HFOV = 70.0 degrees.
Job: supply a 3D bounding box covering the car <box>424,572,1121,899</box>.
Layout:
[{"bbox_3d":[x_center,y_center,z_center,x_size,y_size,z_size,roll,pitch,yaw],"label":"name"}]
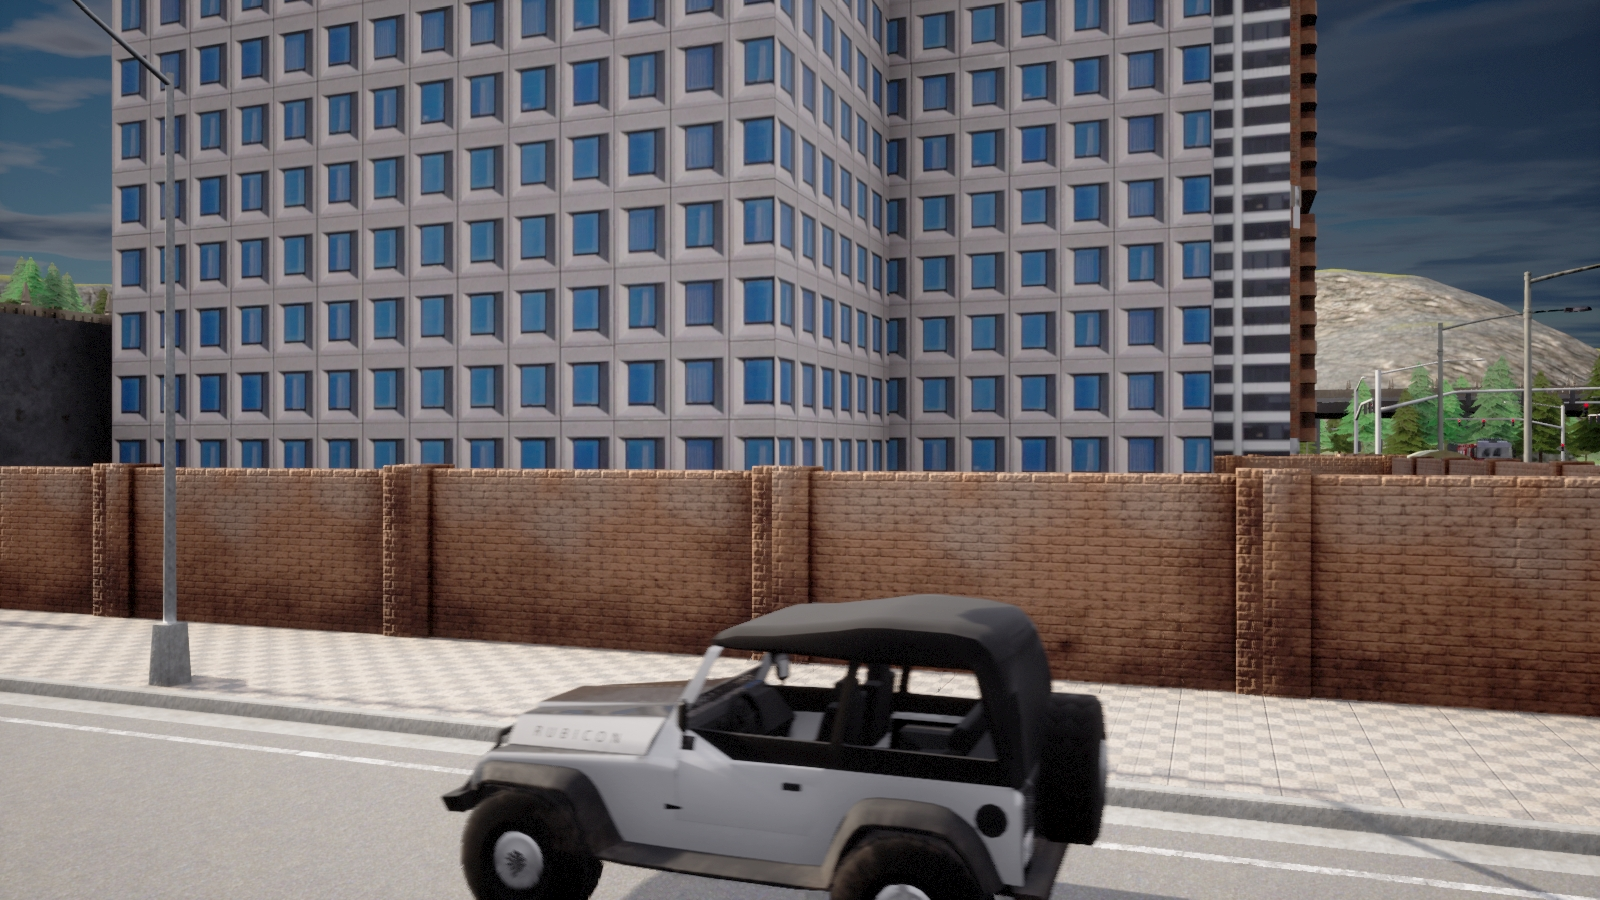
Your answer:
[{"bbox_3d":[-0.099,1.857,7.038,3.866,1.878,1.905,0,0,20],"label":"car"}]
